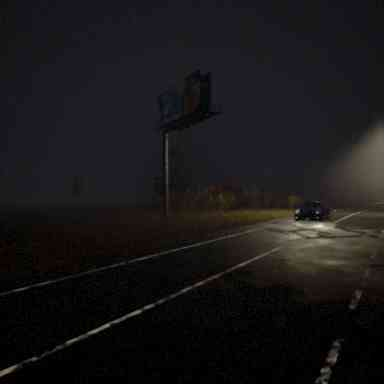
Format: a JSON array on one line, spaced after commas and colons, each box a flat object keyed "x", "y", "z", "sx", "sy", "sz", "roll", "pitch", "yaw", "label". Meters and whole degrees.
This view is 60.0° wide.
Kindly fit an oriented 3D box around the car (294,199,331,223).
[{"x": 9.988, "y": 1.516, "z": 27.439, "sx": 2.097, "sy": 1.767, "sz": 4.553, "roll": -1, "pitch": -1, "yaw": 32, "label": "car"}]
